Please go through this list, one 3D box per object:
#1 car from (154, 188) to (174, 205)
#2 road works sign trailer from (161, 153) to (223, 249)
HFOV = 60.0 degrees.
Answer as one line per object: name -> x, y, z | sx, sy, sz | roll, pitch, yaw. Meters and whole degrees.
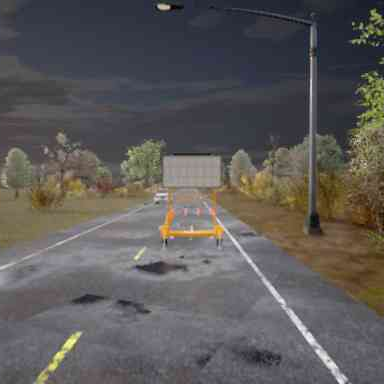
car -> -3.589, 0.531, 43.199 | 2.150, 2.045, 5.566 | 0, 1, 0
road works sign trailer -> -0.001, 0.256, 13.379 | 2.380, 3.560, 2.880 | 0, 1, 0
